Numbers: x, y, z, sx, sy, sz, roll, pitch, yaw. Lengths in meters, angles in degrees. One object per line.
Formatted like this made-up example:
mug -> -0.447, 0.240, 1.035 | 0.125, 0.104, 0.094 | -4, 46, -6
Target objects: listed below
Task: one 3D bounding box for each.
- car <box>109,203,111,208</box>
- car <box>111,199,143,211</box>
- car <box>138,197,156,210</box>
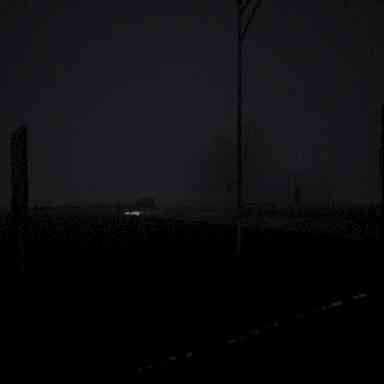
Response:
car -> -14.205, 2.322, 62.990 | 2.128, 1.511, 4.902 | -1, 0, -36
car -> -10.004, 2.266, 51.016 | 2.033, 1.411, 5.357 | -1, 0, -35
car -> -7.860, 1.900, 54.201 | 2.150, 2.045, 5.566 | -1, 0, -35
